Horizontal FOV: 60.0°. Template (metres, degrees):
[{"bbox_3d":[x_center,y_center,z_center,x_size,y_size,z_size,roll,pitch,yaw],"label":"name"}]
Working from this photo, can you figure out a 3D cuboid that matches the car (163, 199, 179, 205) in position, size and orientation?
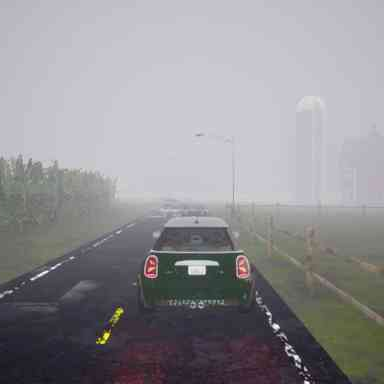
[{"bbox_3d":[-2.735,1.561,43.645,2.033,1.411,5.357,0,0,1],"label":"car"}]

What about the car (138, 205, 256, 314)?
[{"bbox_3d":[0.098,1.351,7.775,2.097,1.767,4.553,0,0,0],"label":"car"}]
